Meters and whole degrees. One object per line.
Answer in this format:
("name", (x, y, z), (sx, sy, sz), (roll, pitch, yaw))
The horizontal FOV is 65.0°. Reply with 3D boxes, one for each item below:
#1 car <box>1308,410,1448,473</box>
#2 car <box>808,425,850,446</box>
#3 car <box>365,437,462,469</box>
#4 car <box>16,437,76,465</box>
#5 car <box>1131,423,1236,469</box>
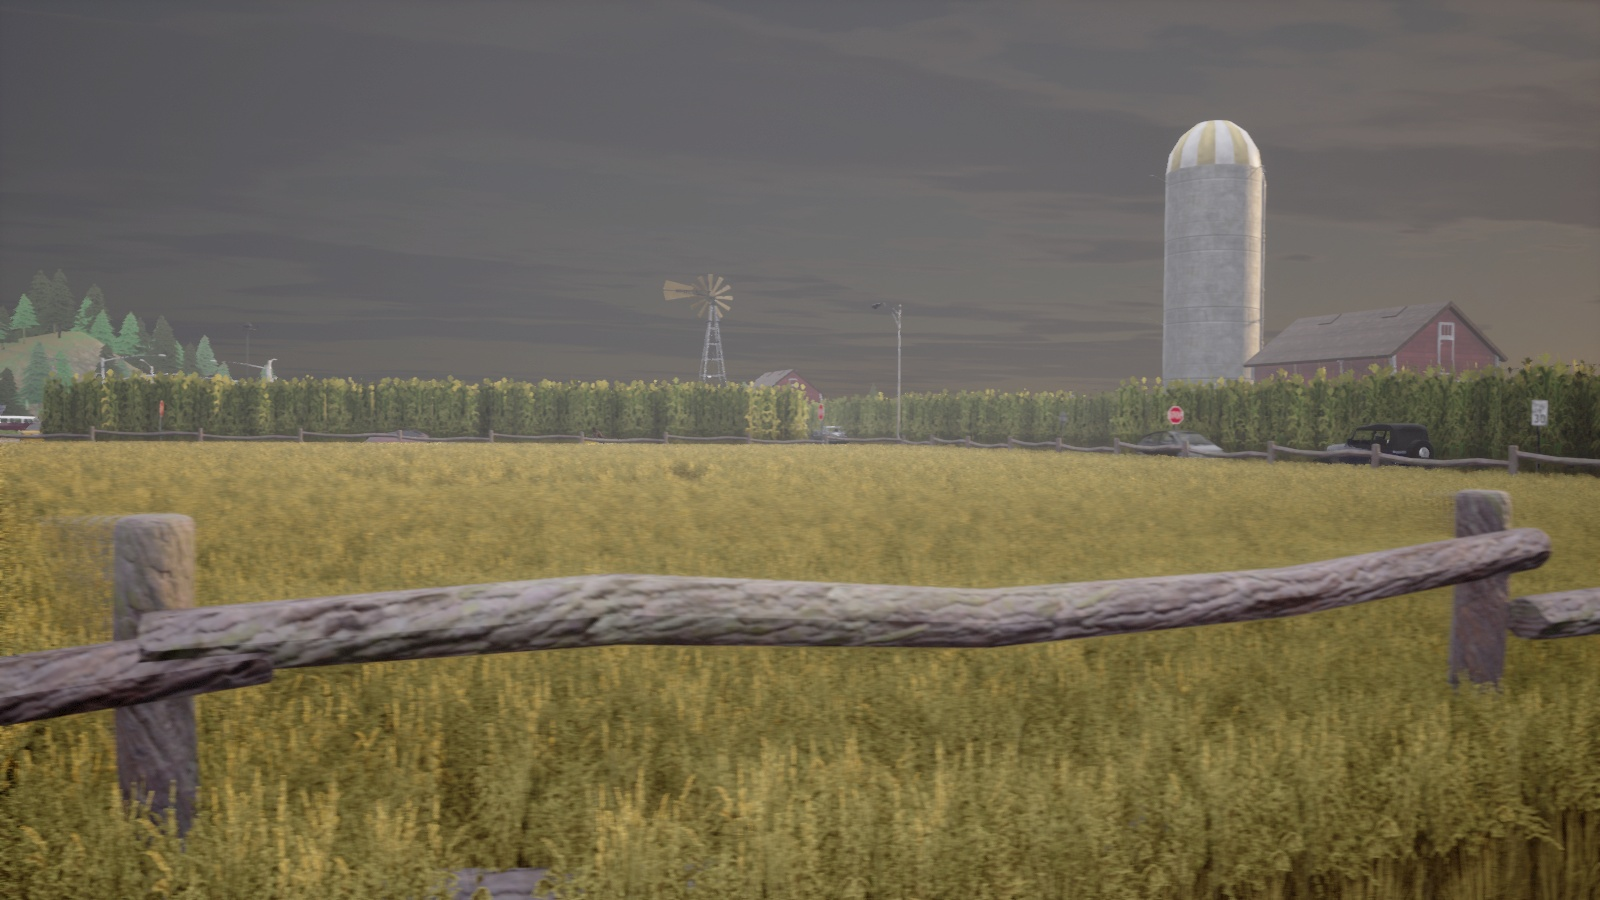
("car", (18.223, -0.304, 39.780), (1.905, 1.878, 3.866), (-1, 1, -17))
("car", (2.097, -1.093, 91.987), (1.970, 1.475, 3.806), (-1, 1, -17))
("car", (-17.893, 0.103, 58.193), (4.181, 1.385, 1.994), (-1, 1, -17))
("car", (-43.709, 0.023, 72.915), (1.801, 1.575, 5.366), (-1, 1, -18))
("car", (13.524, -0.185, 44.498), (1.789, 1.549, 3.705), (-1, 1, -17))
